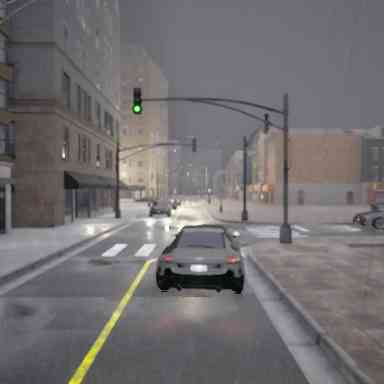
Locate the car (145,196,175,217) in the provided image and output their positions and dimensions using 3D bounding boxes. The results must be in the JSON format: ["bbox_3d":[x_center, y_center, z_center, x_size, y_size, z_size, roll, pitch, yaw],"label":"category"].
[{"bbox_3d":[-2.847,1.448,30.902,1.837,1.490,4.892,0,0,0],"label":"car"}]

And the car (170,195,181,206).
[{"bbox_3d":[-2.797,1.268,51.064,2.097,1.767,4.553,0,0,0],"label":"car"}]

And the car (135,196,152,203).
[{"bbox_3d":[-8.982,1.455,66.472,4.674,1.442,1.812,0,0,9],"label":"car"}]

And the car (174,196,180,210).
[{"bbox_3d":[-2.834,1.491,40.822,1.994,1.385,4.181,0,0,0],"label":"car"}]

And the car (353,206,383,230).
[{"bbox_3d":[12.053,1.472,20.108,4.181,1.385,1.994,0,0,0],"label":"car"}]

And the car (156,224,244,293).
[{"bbox_3d":[0.331,1.546,8.904,1.994,1.385,4.181,0,0,5],"label":"car"}]
